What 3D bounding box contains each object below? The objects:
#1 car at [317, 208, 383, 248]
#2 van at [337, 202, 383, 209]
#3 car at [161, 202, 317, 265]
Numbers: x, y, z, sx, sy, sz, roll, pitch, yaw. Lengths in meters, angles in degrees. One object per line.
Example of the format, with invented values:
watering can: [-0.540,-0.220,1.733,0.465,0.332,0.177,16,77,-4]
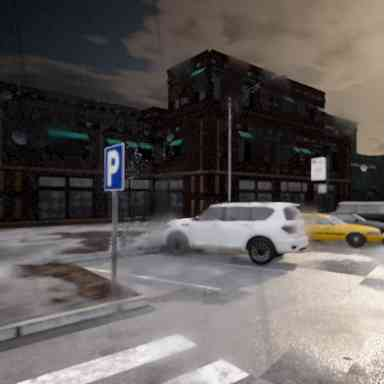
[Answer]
car: [6.355,1.738,16.305,5.366,1.575,1.946,-1,-2,31]
van: [10.778,1.596,20.222,4.442,1.987,1.878,-1,-1,31]
car: [1.484,1.417,12.645,5.566,2.045,2.435,-1,-1,31]
